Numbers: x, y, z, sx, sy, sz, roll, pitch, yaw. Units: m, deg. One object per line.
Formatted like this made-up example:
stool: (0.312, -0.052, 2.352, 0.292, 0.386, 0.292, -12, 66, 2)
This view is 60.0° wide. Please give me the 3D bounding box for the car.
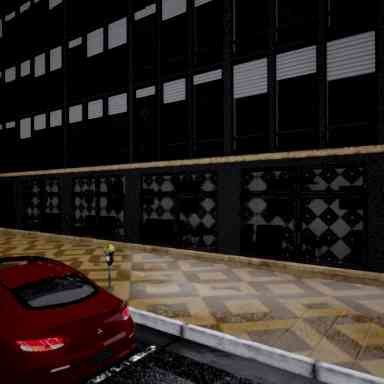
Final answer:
car: (-2.627, 1.582, 4.701, 4.206, 1.307, 1.802, 0, 0, 35)
